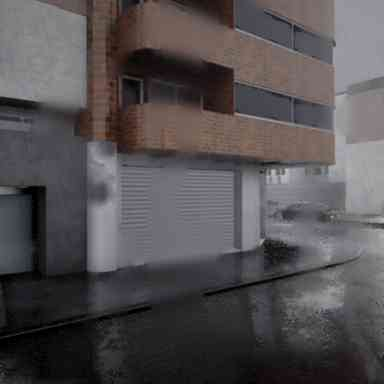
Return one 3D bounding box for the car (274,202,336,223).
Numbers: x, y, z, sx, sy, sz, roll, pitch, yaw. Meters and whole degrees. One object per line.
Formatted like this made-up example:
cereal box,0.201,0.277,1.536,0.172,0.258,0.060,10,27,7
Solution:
car,8.524,1.504,25.533,1.837,1.490,4.892,-1,1,-36
